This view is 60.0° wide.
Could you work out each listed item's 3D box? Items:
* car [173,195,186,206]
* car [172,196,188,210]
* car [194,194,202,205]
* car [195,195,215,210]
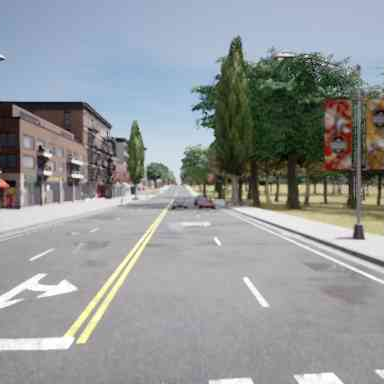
[{"bbox_3d":[-1.886,1.312,51.033,1.882,1.535,5.008,0,0,-2],"label":"car"},{"bbox_3d":[-1.492,1.400,40.558,2.033,1.411,5.357,0,0,-2],"label":"car"},{"bbox_3d":[1.364,1.173,51.066,2.097,1.767,4.553,0,0,-2],"label":"car"},{"bbox_3d":[1.742,1.403,41.064,1.994,1.385,4.181,0,0,-2],"label":"car"}]
